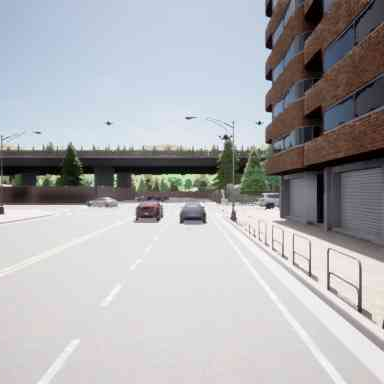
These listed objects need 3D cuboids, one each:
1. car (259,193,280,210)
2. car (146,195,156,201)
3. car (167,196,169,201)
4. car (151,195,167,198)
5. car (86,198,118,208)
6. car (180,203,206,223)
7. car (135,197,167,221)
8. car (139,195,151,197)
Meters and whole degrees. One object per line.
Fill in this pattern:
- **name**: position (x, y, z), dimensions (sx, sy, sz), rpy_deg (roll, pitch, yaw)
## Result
- **car**: position (11.096, 1.162, 41.038), dimensions (5.566, 2.045, 2.150), rpy_deg (0, 0, 5)
- **car**: position (-10.500, 1.553, 85.476), dimensions (1.994, 1.385, 4.181), rpy_deg (0, 0, 0)
- **car**: position (-7.000, 1.540, 85.947), dimensions (2.033, 1.411, 5.357), rpy_deg (0, 0, 0)
- **car**: position (-7.000, 1.553, 71.037), dimensions (1.994, 1.385, 4.181), rpy_deg (0, 0, 0)
- **car**: position (-12.701, 1.519, 47.045), dimensions (4.674, 1.442, 1.812), rpy_deg (0, -1, 19)
- **car**: position (0.081, 1.564, 25.867), dimensions (1.994, 1.385, 4.181), rpy_deg (0, 0, 0)
- **car**: position (-3.435, 1.478, 27.430), dimensions (1.882, 1.535, 5.008), rpy_deg (0, 0, 0)
- **car**: position (-10.500, 1.524, 70.641), dimensions (1.812, 1.442, 4.674), rpy_deg (0, 0, 0)
